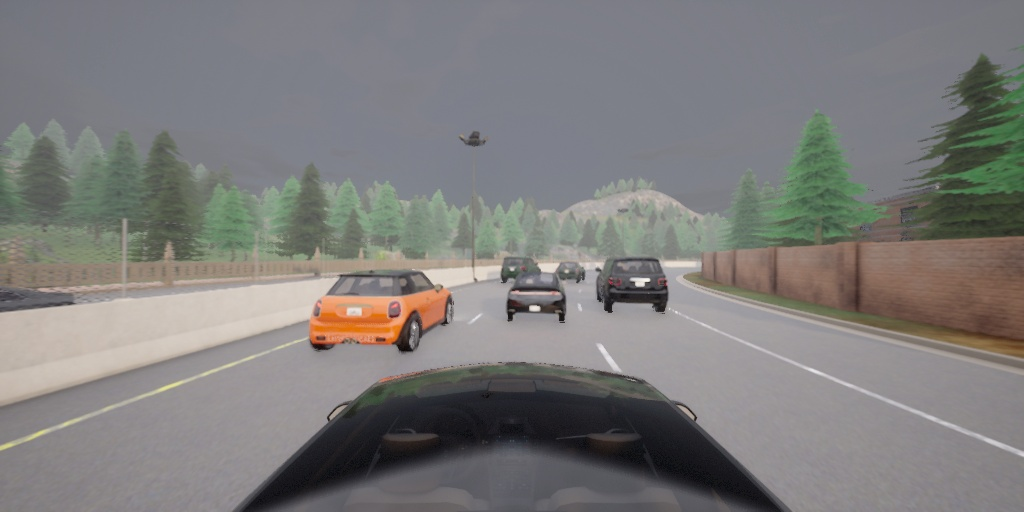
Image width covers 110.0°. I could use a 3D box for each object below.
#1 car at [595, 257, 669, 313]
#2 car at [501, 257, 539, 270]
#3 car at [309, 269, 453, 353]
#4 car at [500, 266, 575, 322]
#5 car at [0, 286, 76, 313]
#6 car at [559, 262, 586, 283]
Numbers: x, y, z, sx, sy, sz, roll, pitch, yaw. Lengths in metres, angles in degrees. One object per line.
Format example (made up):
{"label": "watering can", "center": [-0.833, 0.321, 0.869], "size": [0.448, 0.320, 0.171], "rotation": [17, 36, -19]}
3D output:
{"label": "car", "center": [4.714, 1.051, 14.721], "size": [2.150, 2.045, 5.566], "rotation": [0, 0, 9]}
{"label": "car", "center": [0.775, 1.086, 28.724], "size": [2.150, 2.045, 5.566], "rotation": [0, 0, 17]}
{"label": "car", "center": [-2.936, 1.115, 9.120], "size": [2.097, 1.767, 4.553], "rotation": [0, 0, 4]}
{"label": "car", "center": [0.929, 1.291, 12.594], "size": [2.128, 1.511, 4.902], "rotation": [0, 0, 7]}
{"label": "car", "center": [-10.360, 1.198, 5.692], "size": [2.128, 1.511, 4.902], "rotation": [0, 0, 3]}
{"label": "car", "center": [4.907, 1.245, 29.992], "size": [2.097, 1.767, 4.553], "rotation": [0, 0, 18]}
